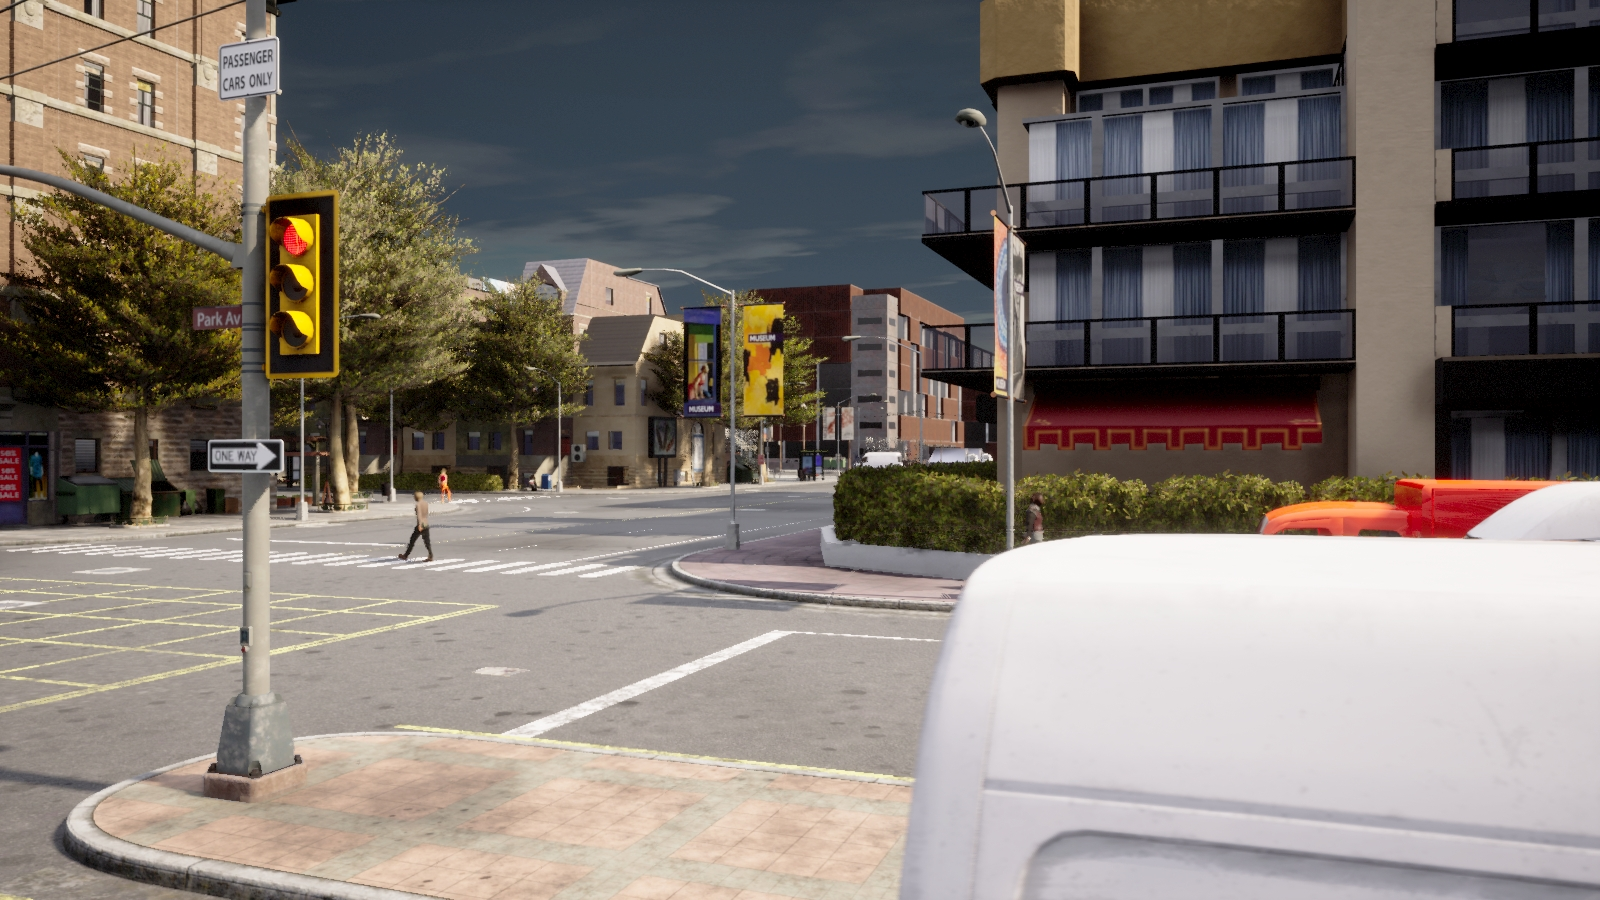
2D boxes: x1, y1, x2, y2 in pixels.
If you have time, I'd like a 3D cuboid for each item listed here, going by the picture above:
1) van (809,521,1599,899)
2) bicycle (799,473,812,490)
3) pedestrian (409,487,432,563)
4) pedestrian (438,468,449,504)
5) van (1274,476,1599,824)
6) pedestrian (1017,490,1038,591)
[{"bbox_3d":[3.136,1.534,2.113,5.915,2.561,1.988,0,0,20],"label":"van"},{"bbox_3d":[0.384,2.204,79.983,0.373,1.196,1.643,0,-1,20],"label":"bicycle"},{"bbox_3d":[-9.386,1.849,28.266,0.375,1.860,0.375,0,0,24],"label":"pedestrian"},{"bbox_3d":[-18.296,1.849,58.666,0.375,1.860,0.375,0,0,17],"label":"pedestrian"},{"bbox_3d":[7.076,1.534,9.260,5.915,2.561,1.988,0,0,21],"label":"van"},{"bbox_3d":[4.271,1.696,21.456,0.375,1.860,0.375,0,0,12],"label":"pedestrian"}]
